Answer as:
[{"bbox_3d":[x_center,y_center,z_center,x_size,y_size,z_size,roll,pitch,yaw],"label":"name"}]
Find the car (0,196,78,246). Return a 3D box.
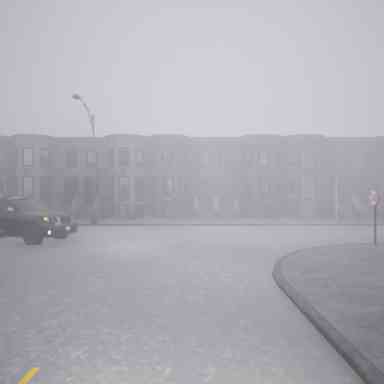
[{"bbox_3d":[-8.036,1.221,15.108,5.566,2.045,2.150,0,0,14],"label":"car"}]
